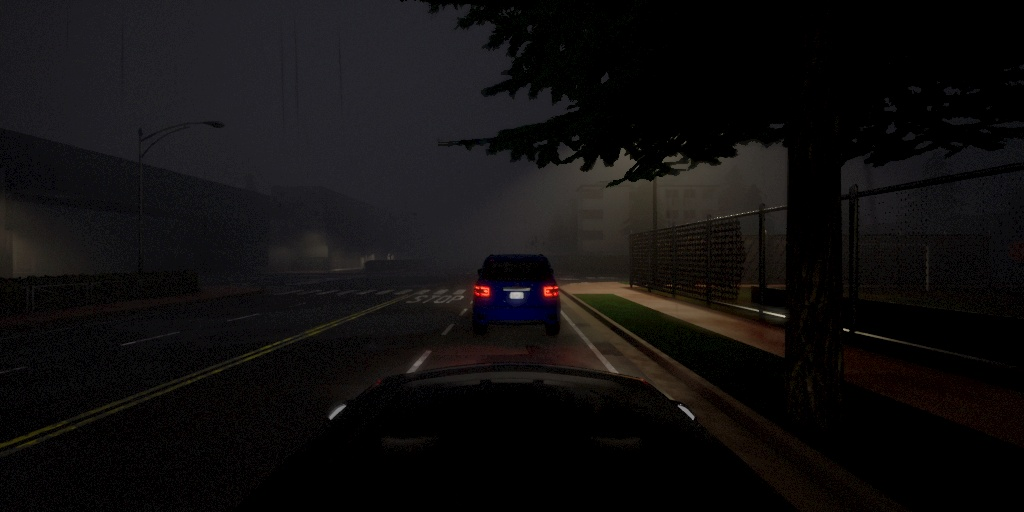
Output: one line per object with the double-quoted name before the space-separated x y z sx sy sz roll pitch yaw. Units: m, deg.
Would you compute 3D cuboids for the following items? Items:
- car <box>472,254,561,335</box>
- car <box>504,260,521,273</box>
"car" 0.115 0.972 10.673 2.150 2.045 5.566 0 0 0
"car" 0.025 1.242 45.548 2.128 1.511 4.902 0 0 0
